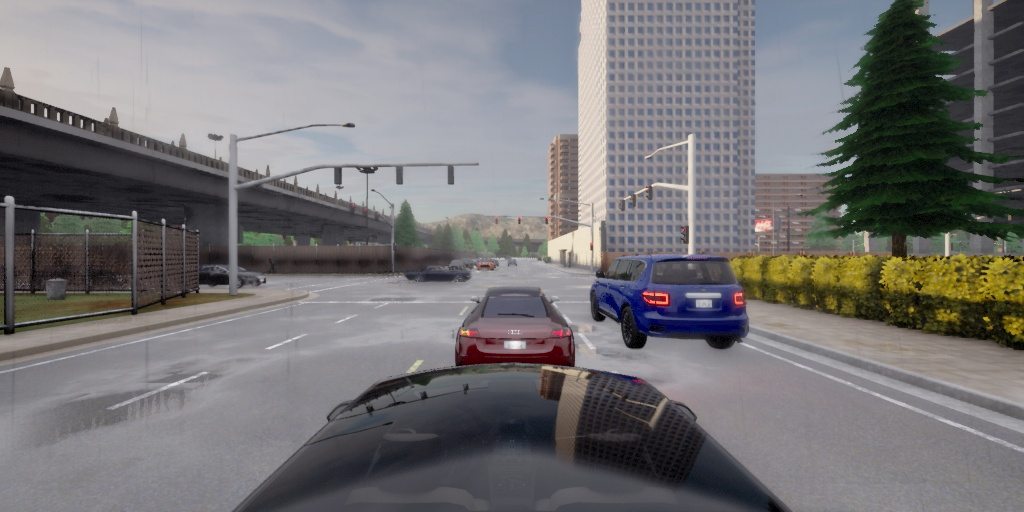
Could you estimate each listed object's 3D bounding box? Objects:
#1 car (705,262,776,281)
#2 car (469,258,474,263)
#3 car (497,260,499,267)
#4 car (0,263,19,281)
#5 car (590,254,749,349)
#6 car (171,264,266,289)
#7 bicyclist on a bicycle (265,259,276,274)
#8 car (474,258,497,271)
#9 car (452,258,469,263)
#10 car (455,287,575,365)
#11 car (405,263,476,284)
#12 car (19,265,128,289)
[{"bbox_3d":[19.301,1.310,30.438,4.892,1.490,1.837,0,0,0],"label":"car"},{"bbox_3d":[-7.101,1.102,55.540,2.097,1.767,4.553,0,0,0],"label":"car"},{"bbox_3d":[-3.595,1.242,58.872,2.128,1.511,4.902,0,0,0],"label":"car"},{"bbox_3d":[-39.833,1.283,26.610,5.008,1.535,1.882,0,0,0],"label":"car"},{"bbox_3d":[3.567,0.971,9.297,2.150,2.045,5.566,0,0,1],"label":"car"},{"bbox_3d":[-18.600,1.297,23.150,4.902,1.511,2.128,0,0,0],"label":"car"},{"bbox_3d":[-25.306,1.106,37.617,0.582,1.620,1.656,0,0,0],"label":"bicyclist on a bicycle"},{"bbox_3d":[-3.598,1.102,49.800,2.097,1.767,4.553,0,0,0],"label":"car"},{"bbox_3d":[-7.103,1.255,46.656,1.837,1.490,4.892,0,0,0],"label":"car"},{"bbox_3d":[0.062,1.314,7.430,1.994,1.385,4.181,0,0,0],"label":"car"},{"bbox_3d":[-5.352,1.377,26.680,4.718,1.301,1.895,0,0,0],"label":"car"},{"bbox_3d":[-27.758,1.297,23.129,4.902,1.511,2.128,0,0,0],"label":"car"}]
